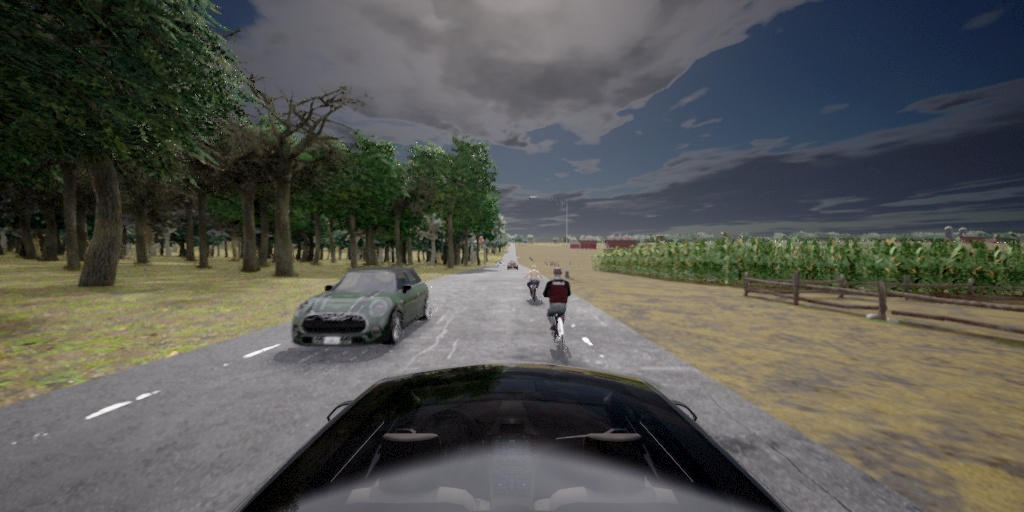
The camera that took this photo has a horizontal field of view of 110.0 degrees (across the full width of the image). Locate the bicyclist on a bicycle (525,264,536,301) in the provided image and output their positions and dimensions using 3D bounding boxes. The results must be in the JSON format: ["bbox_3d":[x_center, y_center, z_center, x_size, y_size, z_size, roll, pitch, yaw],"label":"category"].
[{"bbox_3d":[0.973,1.175,16.100,0.866,1.612,1.509,0,0,0],"label":"bicyclist on a bicycle"}]

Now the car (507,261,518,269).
[{"bbox_3d":[0.126,1.660,62.023,1.895,1.301,4.718,0,-1,0],"label":"car"}]

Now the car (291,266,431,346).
[{"bbox_3d":[-3.597,1.092,9.414,2.097,1.767,4.553,0,0,0],"label":"car"}]

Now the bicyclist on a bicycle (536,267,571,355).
[{"bbox_3d":[0.965,1.113,7.779,0.659,1.776,1.843,0,0,0],"label":"bicyclist on a bicycle"}]
